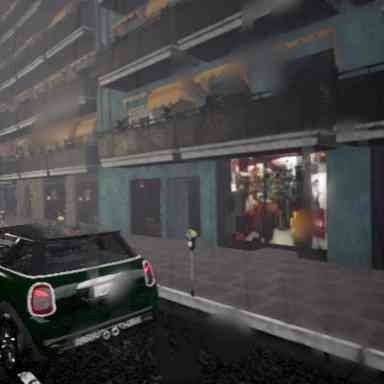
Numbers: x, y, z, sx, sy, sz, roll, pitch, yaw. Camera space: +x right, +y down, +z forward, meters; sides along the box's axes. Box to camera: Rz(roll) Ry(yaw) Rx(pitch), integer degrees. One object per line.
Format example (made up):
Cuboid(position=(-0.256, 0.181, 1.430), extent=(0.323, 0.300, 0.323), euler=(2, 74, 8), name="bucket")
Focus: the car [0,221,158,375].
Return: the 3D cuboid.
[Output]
Cuboid(position=(-2.671, 1.316, 5.892), extent=(4.553, 1.767, 2.097), euler=(0, 1, 45), name="car")
